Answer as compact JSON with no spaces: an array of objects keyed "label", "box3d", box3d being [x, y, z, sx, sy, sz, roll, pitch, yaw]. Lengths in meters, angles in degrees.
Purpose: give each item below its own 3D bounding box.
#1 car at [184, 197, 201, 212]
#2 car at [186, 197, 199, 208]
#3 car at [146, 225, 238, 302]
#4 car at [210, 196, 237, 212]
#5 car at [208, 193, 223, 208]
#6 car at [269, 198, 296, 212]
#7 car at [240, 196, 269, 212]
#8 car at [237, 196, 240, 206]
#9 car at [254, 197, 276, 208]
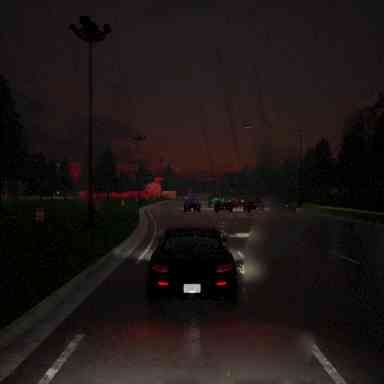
[{"label":"car","box3d":[0.019,1.601,38.382,1.895,1.301,4.718,0,0,0]},{"label":"car","box3d":[0.024,1.526,48.394,1.812,1.442,4.674,0,0,0]},{"label":"car","box3d":[0.004,1.526,8.141,1.812,1.442,4.674,0,0,0]},{"label":"car","box3d":[3.518,1.492,37.933,2.128,1.511,4.902,0,0,0]},{"label":"car","box3d":[3.524,1.221,48.380,2.150,2.045,5.566,0,0,0]},{"label":"car","box3d":[10.519,1.564,38.346,1.994,1.385,4.181,0,0,0]},{"label":"car","box3d":[7.018,1.505,37.932,1.837,1.490,4.892,0,0,0]},{"label":"car","box3d":[7.023,1.352,48.319,2.097,1.767,4.553,0,0,0]},{"label":"car","box3d":[10.524,1.547,48.347,2.033,1.411,5.357,0,0,0]}]
